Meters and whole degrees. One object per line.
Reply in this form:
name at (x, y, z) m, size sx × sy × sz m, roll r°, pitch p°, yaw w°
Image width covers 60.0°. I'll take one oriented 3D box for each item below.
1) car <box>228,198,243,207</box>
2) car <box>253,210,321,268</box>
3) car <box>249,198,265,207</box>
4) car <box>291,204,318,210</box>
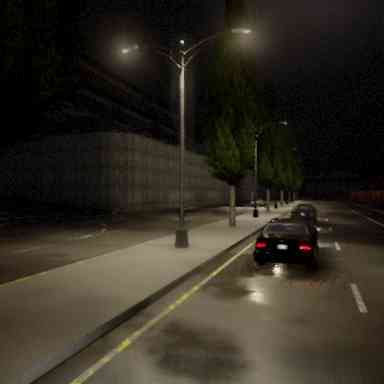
car at (7.273, 1.711, 55.290) m, size 1.812 × 1.442 × 4.674 m, roll 0°, pitch 0°, yaw 21°
car at (3.409, 1.588, 11.621) m, size 2.033 × 1.411 × 5.357 m, roll 0°, pitch 0°, yaw 21°
car at (10.587, 1.709, 54.175) m, size 1.812 × 1.442 × 4.674 m, roll 0°, pitch 0°, yaw 21°
car at (8.653, 1.637, 25.713) m, size 2.033 × 1.411 × 5.357 m, roll 0°, pitch 0°, yaw 21°
